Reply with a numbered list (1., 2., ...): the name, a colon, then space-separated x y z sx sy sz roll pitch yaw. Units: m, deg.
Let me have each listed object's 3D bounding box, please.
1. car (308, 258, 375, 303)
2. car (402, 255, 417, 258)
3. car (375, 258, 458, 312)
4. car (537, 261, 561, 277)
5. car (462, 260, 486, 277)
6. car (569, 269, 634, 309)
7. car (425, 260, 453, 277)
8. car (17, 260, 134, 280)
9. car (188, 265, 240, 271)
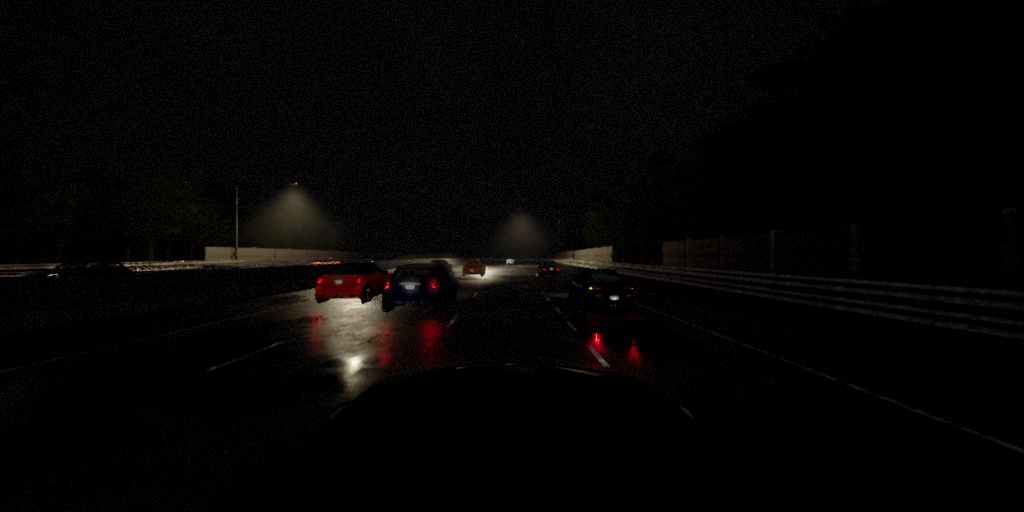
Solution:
1. car: -6.988 1.077 16.561 2.097 1.767 4.553 0 0 0
2. car: -17.854 0.844 62.003 2.150 2.045 5.566 0 0 0
3. car: -3.477 1.084 14.305 2.097 1.767 4.553 0 0 0
4. car: 3.433 1.203 33.569 2.033 1.411 5.357 0 0 0
5. car: -3.569 1.129 34.395 1.882 1.535 5.008 0 0 0
6. car: 3.517 1.256 14.651 1.812 1.442 4.674 0 0 0
7. car: -7.074 1.150 35.253 1.837 1.490 4.892 0 0 0
8. car: -24.706 1.067 20.525 2.097 1.767 4.553 0 0 0
9. car: -17.709 1.259 21.165 2.033 1.411 5.357 0 0 0
